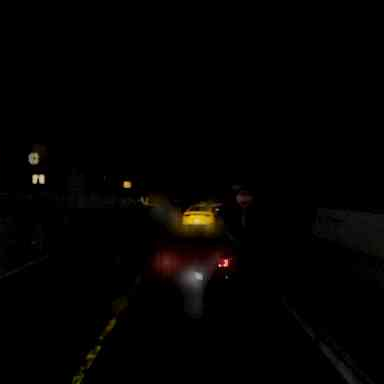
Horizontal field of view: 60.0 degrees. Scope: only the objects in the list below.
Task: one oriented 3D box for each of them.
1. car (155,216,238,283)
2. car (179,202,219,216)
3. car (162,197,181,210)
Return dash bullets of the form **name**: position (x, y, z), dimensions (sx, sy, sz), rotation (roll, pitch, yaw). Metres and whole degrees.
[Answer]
- **car**: position (0.096, 1.608, 9.671), dimensions (1.895, 1.301, 4.718), rotation (0, 0, 0)
- **car**: position (0.675, 1.512, 21.476), dimensions (1.882, 1.535, 5.008), rotation (-1, 0, 9)
- **car**: position (-2.858, 1.579, 43.045), dimensions (2.128, 1.511, 4.902), rotation (0, 0, 0)
